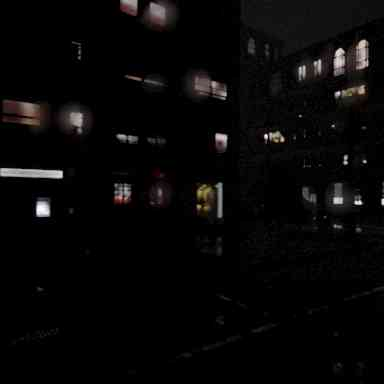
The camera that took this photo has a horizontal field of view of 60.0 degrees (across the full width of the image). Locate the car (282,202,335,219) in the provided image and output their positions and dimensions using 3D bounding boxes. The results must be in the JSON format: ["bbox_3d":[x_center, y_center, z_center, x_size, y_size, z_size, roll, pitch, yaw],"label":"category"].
[{"bbox_3d":[10.997,1.724,31.631,2.008,1.369,4.403,0,-1,-36],"label":"car"}]

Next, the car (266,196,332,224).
[{"bbox_3d":[8.075,1.412,26.426,2.150,2.045,5.566,1,1,-36],"label":"car"}]

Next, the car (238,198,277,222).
[{"bbox_3d":[4.399,1.522,26.867,1.967,1.590,4.097,0,-1,-36],"label":"car"}]
